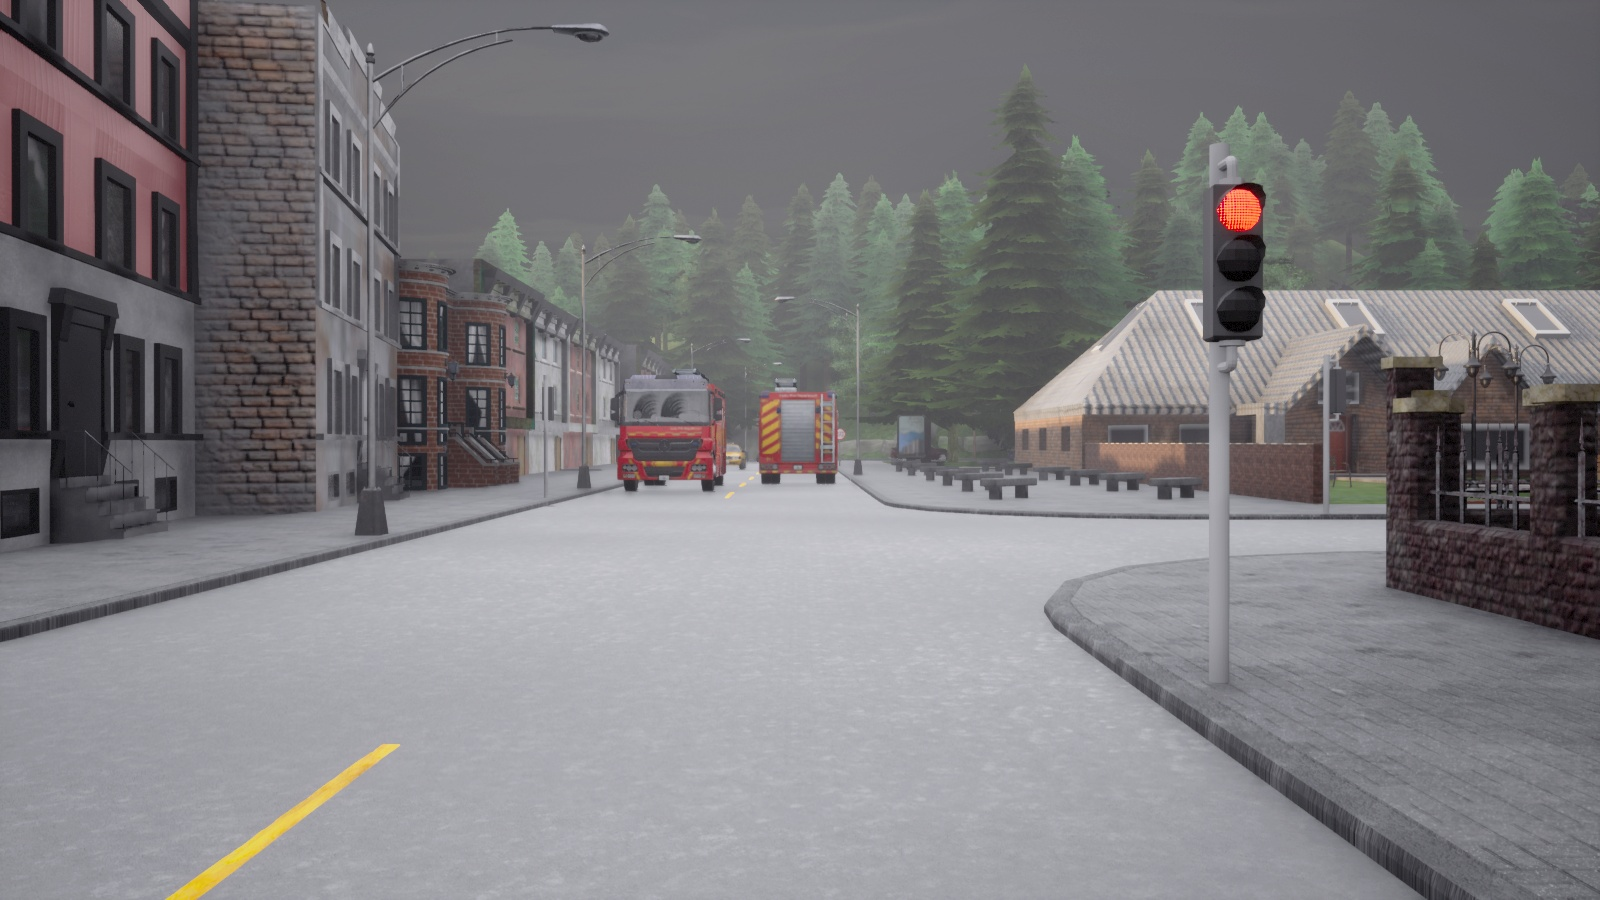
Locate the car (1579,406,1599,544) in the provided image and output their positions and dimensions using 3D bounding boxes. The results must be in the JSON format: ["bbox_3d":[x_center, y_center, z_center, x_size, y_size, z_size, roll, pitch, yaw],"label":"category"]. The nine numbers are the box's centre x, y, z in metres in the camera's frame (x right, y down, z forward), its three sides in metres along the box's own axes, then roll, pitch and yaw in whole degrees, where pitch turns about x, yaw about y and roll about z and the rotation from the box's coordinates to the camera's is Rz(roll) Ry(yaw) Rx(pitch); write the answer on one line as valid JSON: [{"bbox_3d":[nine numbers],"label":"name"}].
[{"bbox_3d":[14.694,0.375,18.153,5.566,2.045,2.150,0,0,-1],"label":"car"}]

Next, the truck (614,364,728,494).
[{"bbox_3d":[-4.048,-0.654,41.252,2.891,3.827,8.468,0,0,0],"label":"truck"}]

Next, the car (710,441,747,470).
[{"bbox_3d":[-4.039,0.280,71.294,1.801,1.575,5.366,0,0,0],"label":"car"}]

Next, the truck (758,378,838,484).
[{"bbox_3d":[-0.055,-0.698,49.527,2.891,3.827,8.468,0,0,0],"label":"truck"}]
